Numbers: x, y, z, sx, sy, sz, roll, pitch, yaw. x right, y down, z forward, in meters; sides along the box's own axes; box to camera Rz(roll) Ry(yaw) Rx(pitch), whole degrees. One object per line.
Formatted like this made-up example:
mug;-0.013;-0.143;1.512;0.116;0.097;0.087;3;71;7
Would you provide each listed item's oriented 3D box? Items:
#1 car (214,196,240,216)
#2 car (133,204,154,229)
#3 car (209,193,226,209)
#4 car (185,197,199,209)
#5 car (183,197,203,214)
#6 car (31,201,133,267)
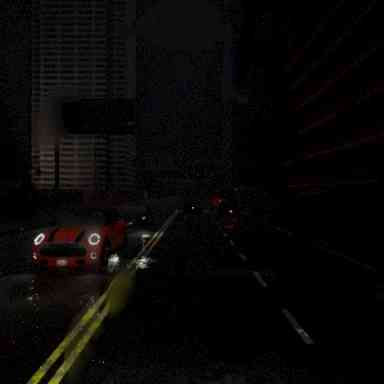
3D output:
car;3.508;1.474;32.200;1.837;1.490;4.892;0;0;0
car;-3.500;1.504;21.355;1.812;1.442;4.674;0;0;0
car;3.534;1.178;44.941;2.150;2.045;5.566;0;0;0
car;0.040;1.458;45.937;1.837;1.490;4.892;0;0;1
car;0.101;1.530;34.968;1.994;1.385;4.181;0;0;0
car;-3.570;1.341;11.376;2.097;1.767;4.553;0;0;0
